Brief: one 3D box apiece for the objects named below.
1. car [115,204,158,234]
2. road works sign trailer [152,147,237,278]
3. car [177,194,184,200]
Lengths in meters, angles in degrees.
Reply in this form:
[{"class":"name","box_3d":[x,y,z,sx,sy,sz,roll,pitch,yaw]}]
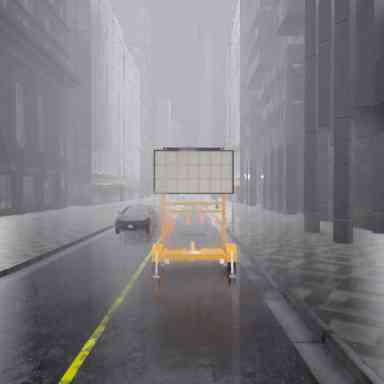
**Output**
[{"class":"car","box_3d":[-3.105,1.466,19.253,1.882,1.535,5.008,0,0,0]},{"class":"road works sign trailer","box_3d":[0.047,0.460,10.120,2.380,3.560,2.880,0,0,-1]},{"class":"car","box_3d":[-3.030,1.345,86.850,2.128,1.511,4.902,0,0,0]}]
